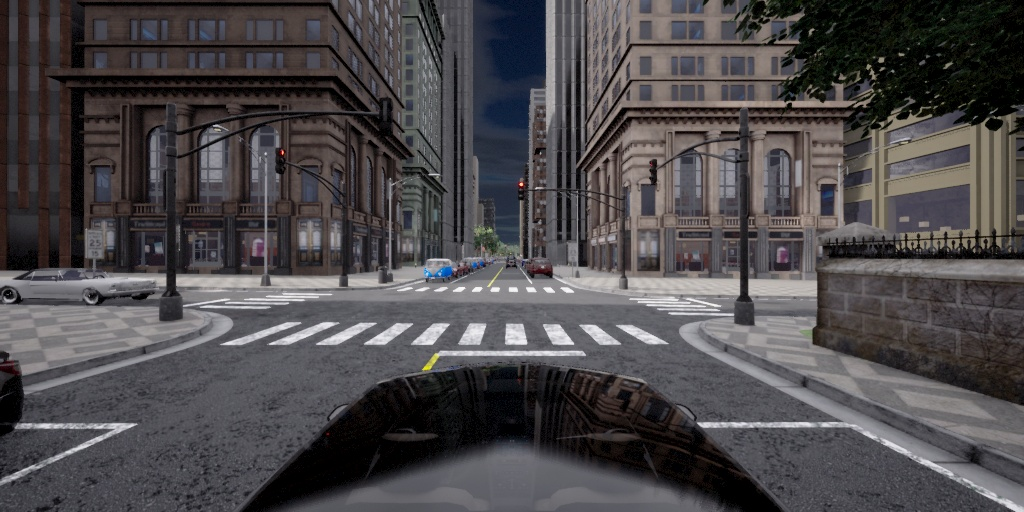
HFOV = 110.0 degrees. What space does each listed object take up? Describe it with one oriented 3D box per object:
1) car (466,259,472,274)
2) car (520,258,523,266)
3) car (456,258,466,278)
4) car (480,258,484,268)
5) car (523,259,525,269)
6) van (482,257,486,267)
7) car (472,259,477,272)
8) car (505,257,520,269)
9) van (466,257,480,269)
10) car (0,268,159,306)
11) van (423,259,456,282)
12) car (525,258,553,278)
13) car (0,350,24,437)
[{"bbox_3d":[-5.837,1.323,39.316,1.888,1.381,4.507,0,0,0],"label":"car"},{"bbox_3d":[2.656,1.353,55.663,2.007,1.370,4.403,0,0,0],"label":"car"},{"bbox_3d":[-5.826,1.210,33.875,1.967,1.591,4.097,0,0,0],"label":"car"},{"bbox_3d":[-5.870,1.347,55.640,1.888,1.381,4.507,0,0,0],"label":"car"},{"bbox_3d":[2.688,1.092,39.341,2.192,1.841,5.009,0,0,0],"label":"car"},{"bbox_3d":[-5.881,1.151,61.081,1.690,1.789,3.998,0,0,0],"label":"van"},{"bbox_3d":[-5.848,1.351,44.757,1.948,1.339,4.313,0,0,0],"label":"car"},{"bbox_3d":[-0.063,1.312,59.091,1.837,1.490,4.892,0,0,1],"label":"car"},{"bbox_3d":[-5.859,1.135,50.198,1.690,1.789,3.998,0,0,0],"label":"van"},{"bbox_3d":[-16.565,1.120,13.679,4.718,1.301,1.895,1,0,0],"label":"car"},{"bbox_3d":[-5.816,1.105,28.434,1.690,1.789,3.998,0,0,0],"label":"van"},{"bbox_3d":[2.699,1.085,33.901,2.192,1.841,5.009,0,0,0],"label":"car"},{"bbox_3d":[-5.763,1.316,1.777,1.948,1.339,4.313,0,0,0],"label":"car"}]
